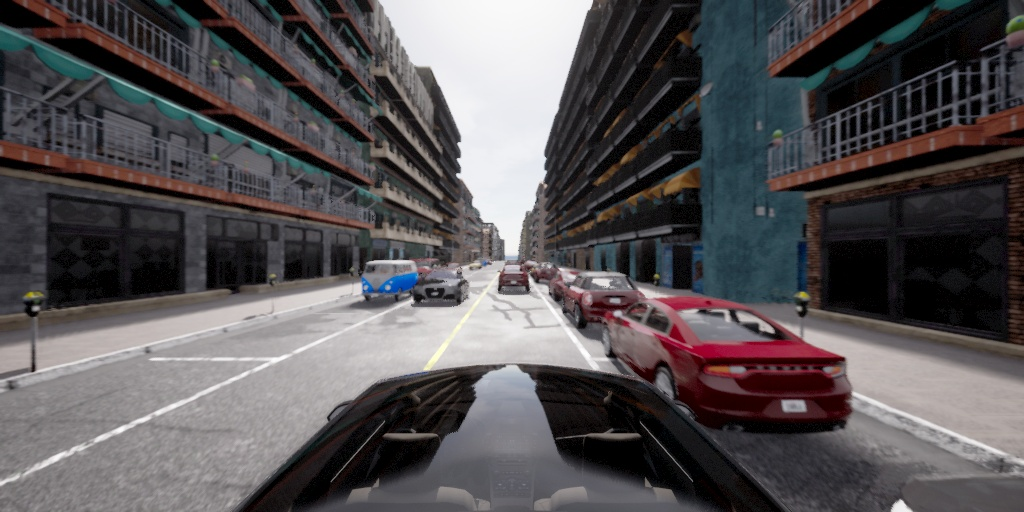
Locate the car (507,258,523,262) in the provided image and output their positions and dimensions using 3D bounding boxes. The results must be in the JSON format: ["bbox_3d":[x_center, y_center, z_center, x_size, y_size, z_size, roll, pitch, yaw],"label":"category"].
[{"bbox_3d":[0.097,1.171,45.489,2.097,1.767,4.553,0,0,0],"label":"car"}]

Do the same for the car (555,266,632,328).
[{"bbox_3d":[2.690,1.193,11.312,1.967,1.591,4.097,0,0,0],"label":"car"}]

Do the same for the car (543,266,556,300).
[{"bbox_3d":[2.689,1.339,16.974,1.802,1.307,4.207,0,0,0],"label":"car"}]

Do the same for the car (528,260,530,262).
[{"bbox_3d":[2.687,1.317,34.126,1.751,1.417,4.829,0,0,0],"label":"car"}]

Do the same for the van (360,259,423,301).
[{"bbox_3d":[-5.691,1.099,16.995,1.690,1.789,3.998,0,0,0],"label":"van"}]

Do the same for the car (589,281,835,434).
[{"bbox_3d":[2.690,1.296,5.652,1.888,1.381,4.507,0,0,0],"label":"car"}]

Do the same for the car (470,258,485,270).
[{"bbox_3d":[-5.696,1.374,56.456,1.751,1.417,4.829,0,0,0],"label":"car"}]

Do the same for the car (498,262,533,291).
[{"bbox_3d":[0.098,1.292,22.178,1.812,1.442,4.674,0,0,0],"label":"car"}]

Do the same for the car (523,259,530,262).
[{"bbox_3d":[2.686,1.364,45.281,1.888,1.381,4.507,0,0,0],"label":"car"}]

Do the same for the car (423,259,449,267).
[{"bbox_3d":[-5.692,1.082,22.654,2.192,1.841,5.009,0,0,0],"label":"car"}]

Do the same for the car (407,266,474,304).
[{"bbox_3d":[-3.091,1.321,16.386,1.994,1.385,4.181,0,0,0],"label":"car"}]

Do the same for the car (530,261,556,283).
[{"bbox_3d":[2.688,1.218,28.293,1.967,1.591,4.097,0,0,0],"label":"car"}]

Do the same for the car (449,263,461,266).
[{"bbox_3d":[-5.694,1.337,33.978,1.888,1.381,4.507,0,0,0],"label":"car"}]
